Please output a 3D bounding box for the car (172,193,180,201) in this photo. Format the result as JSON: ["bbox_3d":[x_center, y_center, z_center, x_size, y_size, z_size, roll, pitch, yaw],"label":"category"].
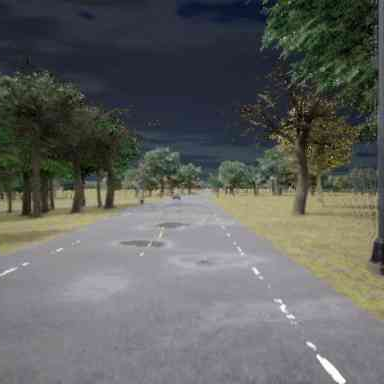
[{"bbox_3d":[-4.581,1.379,95.317,2.150,2.045,5.566,0,0,2],"label":"car"}]
